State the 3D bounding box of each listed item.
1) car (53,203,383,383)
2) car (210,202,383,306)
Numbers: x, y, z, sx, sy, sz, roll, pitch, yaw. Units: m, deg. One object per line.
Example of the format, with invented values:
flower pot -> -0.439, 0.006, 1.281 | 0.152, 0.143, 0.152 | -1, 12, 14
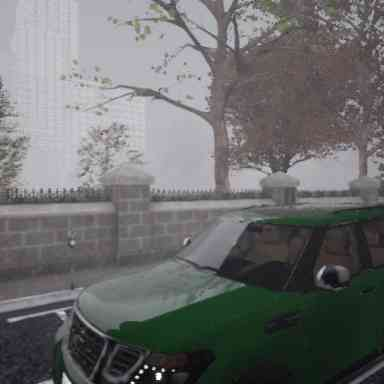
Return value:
car -> 1.259, 1.203, 4.274 | 5.566, 2.045, 2.150 | 0, 0, -35
car -> 3.136, 1.275, 8.793 | 5.009, 1.841, 2.192 | 0, 0, -35
